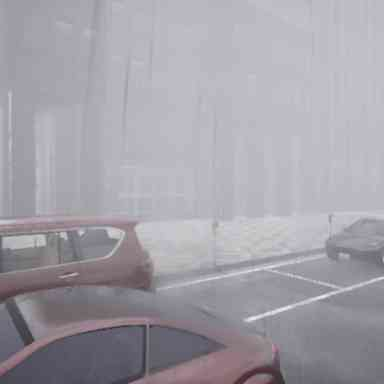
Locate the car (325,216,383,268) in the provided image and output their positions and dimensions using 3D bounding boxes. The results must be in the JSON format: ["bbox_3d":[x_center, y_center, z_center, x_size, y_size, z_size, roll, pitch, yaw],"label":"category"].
[{"bbox_3d":[6.275,1.513,11.072,4.313,1.339,1.947,0,0,-35],"label":"car"}]

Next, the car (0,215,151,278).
[{"bbox_3d":[-2.884,1.315,4.591,5.009,1.841,2.192,0,0,-35],"label":"car"}]

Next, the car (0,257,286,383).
[{"bbox_3d":[-1.197,1.562,2.526,4.181,1.385,1.994,0,0,-35],"label":"car"}]
